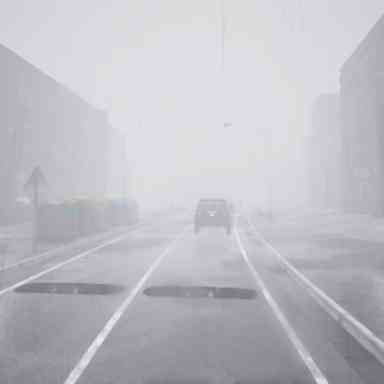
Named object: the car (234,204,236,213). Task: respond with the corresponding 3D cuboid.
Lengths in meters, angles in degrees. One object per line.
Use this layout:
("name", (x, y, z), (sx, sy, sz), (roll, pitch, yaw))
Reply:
("car", (4.128, 1.786, 39.228), (2.128, 1.511, 4.902), (0, -1, 10))

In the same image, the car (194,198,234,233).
("car", (1.402, 1.368, 21.035), (2.150, 2.045, 5.566), (0, 0, 6))
